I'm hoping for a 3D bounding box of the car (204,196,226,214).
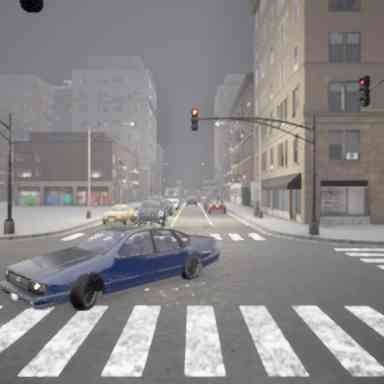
[{"bbox_3d":[2.626,1.487,36.158,1.967,1.590,4.097,0,0,0],"label":"car"}]

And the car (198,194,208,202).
[{"bbox_3d":[2.612,1.424,81.453,2.192,1.841,5.009,0,0,0],"label":"car"}]

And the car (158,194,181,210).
[{"bbox_3d":[-2.811,1.278,43.703,2.150,2.045,5.566,0,0,0],"label":"car"}]

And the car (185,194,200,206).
[{"bbox_3d":[-0.017,1.577,54.775,1.837,1.490,4.892,0,0,0],"label":"car"}]

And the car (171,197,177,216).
[{"bbox_3d":[-2.848,1.548,33.406,1.837,1.490,4.892,0,0,0],"label":"car"}]

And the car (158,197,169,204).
[{"bbox_3d":[-5.408,1.667,64.466,1.802,1.307,4.206,0,0,0],"label":"car"}]

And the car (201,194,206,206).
[{"bbox_3d":[2.624,1.369,41.820,2.192,1.841,5.009,0,0,0],"label":"car"}]

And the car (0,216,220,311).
[{"bbox_3d":[-1.523,1.555,8.140,2.033,1.411,5.357,0,0,42],"label":"car"}]

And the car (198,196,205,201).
[{"bbox_3d":[2.608,1.691,92.777,1.947,1.339,4.313,0,0,0],"label":"car"}]

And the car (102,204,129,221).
[{"bbox_3d":[-5.396,1.557,24.662,1.752,1.417,4.829,0,0,0],"label":"car"}]

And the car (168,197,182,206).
[{"bbox_3d":[-2.792,1.622,56.297,2.033,1.411,5.357,0,0,0],"label":"car"}]

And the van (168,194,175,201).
[{"bbox_3d":[-5.415,1.458,87.113,1.690,1.788,3.998,0,0,0],"label":"van"}]

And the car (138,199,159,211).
[{"bbox_3d":[-5.401,1.605,41.818,2.008,1.369,4.403,0,0,0],"label":"car"}]

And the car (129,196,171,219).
[{"bbox_3d":[-2.809,1.382,23.154,2.097,1.767,4.553,0,0,-1],"label":"car"}]

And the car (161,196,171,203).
[{"bbox_3d":[-5.410,1.618,69.958,1.752,1.417,4.829,0,0,0],"label":"car"}]

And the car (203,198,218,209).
[{"bbox_3d":[2.622,1.628,47.482,1.947,1.339,4.313,0,0,0],"label":"car"}]
